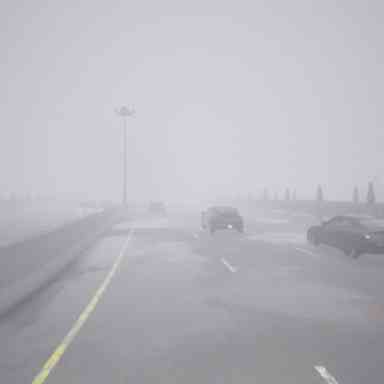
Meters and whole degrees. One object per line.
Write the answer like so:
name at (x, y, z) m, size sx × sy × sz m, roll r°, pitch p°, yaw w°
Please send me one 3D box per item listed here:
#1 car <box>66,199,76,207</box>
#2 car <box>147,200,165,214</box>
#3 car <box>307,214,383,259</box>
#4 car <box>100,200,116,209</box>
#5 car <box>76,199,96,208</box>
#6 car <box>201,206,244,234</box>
car at (-21.068, 1.933, 59.739) m, size 2.033 × 1.411 × 5.357 m, roll 0°, pitch 0°, yaw -7°
car at (-4.108, 1.696, 38.431) m, size 2.128 × 1.511 × 4.902 m, roll 0°, pitch 0°, yaw -7°
car at (6.127, 1.558, 12.669) m, size 1.812 × 1.442 × 4.674 m, roll 0°, pitch 0°, yaw -6°
car at (-13.012, 1.873, 51.576) m, size 1.994 × 1.385 × 4.181 m, roll 0°, pitch 0°, yaw -7°
car at (-16.777, 1.937, 53.518) m, size 1.895 × 1.301 × 4.718 m, roll 0°, pitch 0°, yaw -7°
car at (1.742, 1.594, 20.090) m, size 1.837 × 1.490 × 4.892 m, roll 0°, pitch 0°, yaw -7°
